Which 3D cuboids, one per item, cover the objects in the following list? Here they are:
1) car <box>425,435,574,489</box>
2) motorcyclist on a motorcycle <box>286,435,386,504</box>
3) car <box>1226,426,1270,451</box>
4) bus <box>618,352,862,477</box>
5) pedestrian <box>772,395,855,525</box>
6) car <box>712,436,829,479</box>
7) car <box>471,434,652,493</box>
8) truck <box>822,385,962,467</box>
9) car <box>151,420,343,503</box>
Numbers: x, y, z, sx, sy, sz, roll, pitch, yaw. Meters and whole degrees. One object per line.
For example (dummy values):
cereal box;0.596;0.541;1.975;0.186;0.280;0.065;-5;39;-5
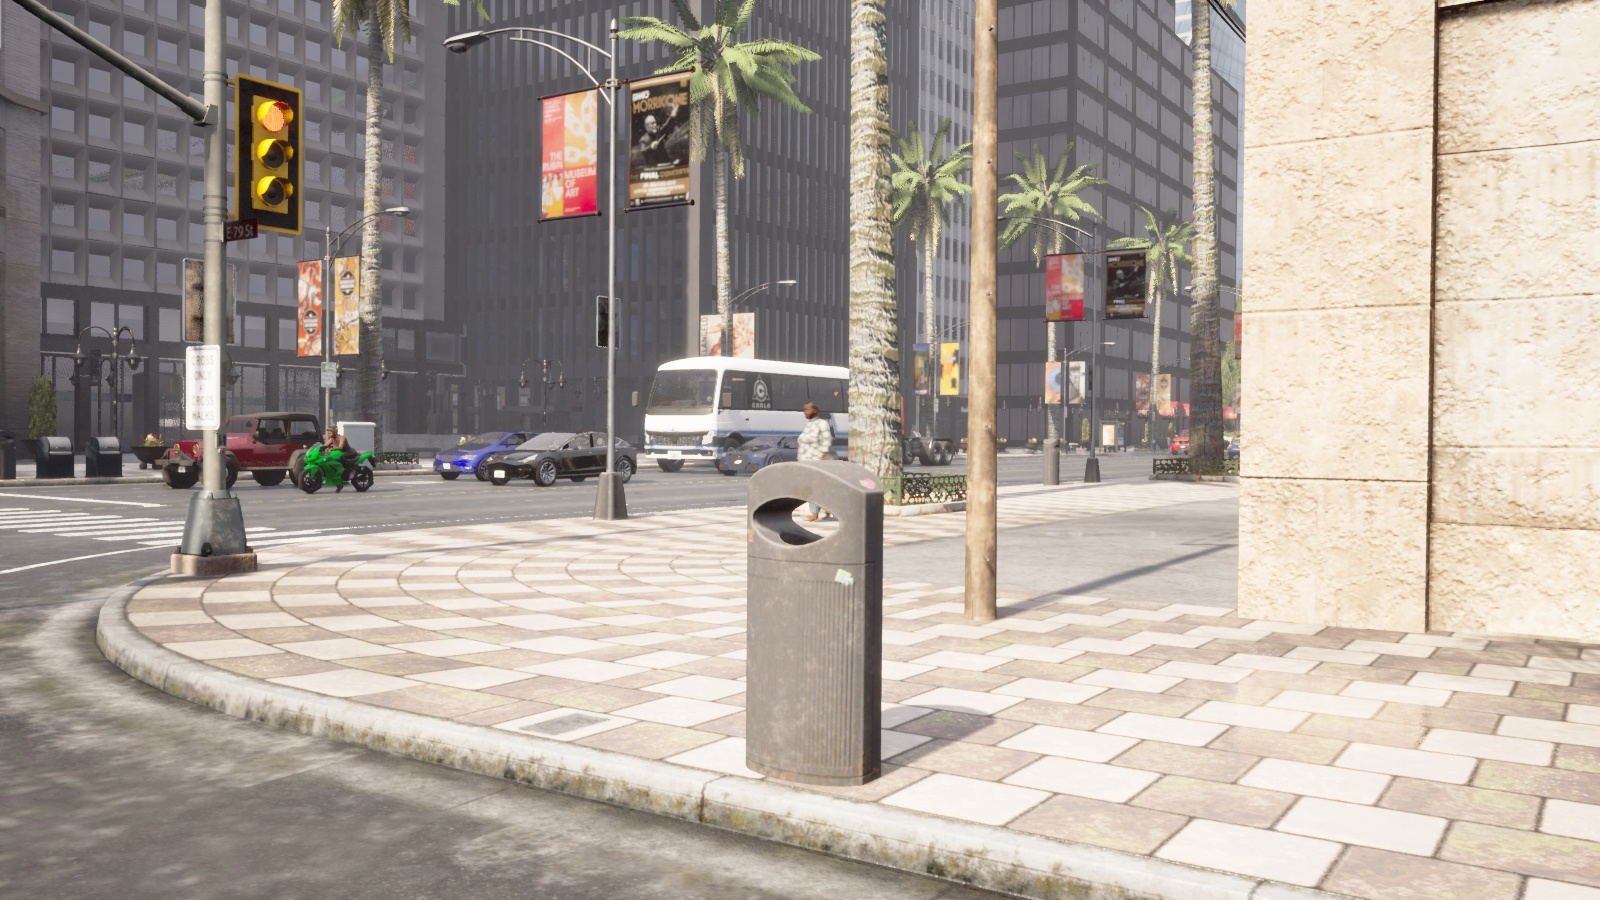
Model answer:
car;-8.902;0.314;37.493;1.816;1.474;4.193;0;1;34
motorcyclist on a motorcycle;-10.567;0.418;28.681;0.797;1.523;2.044;0;1;34
car;29.969;-0.787;83.923;1.851;1.617;3.988;0;1;33
bus;-1.975;-1.281;47.871;3.944;4.253;10.273;0;1;34
pedestrian;0.193;0.133;18.521;0.900;1.855;0.874;-1;1;-27
car;-0.953;0.215;43.117;1.994;1.385;4.181;0;1;33
car;-6.506;0.315;34.783;2.163;1.488;4.792;0;1;33
truck;4.364;-1.074;57.412;2.891;3.462;7.936;0;1;33
car;-13.428;0.230;30.680;1.905;1.878;3.866;0;1;34
